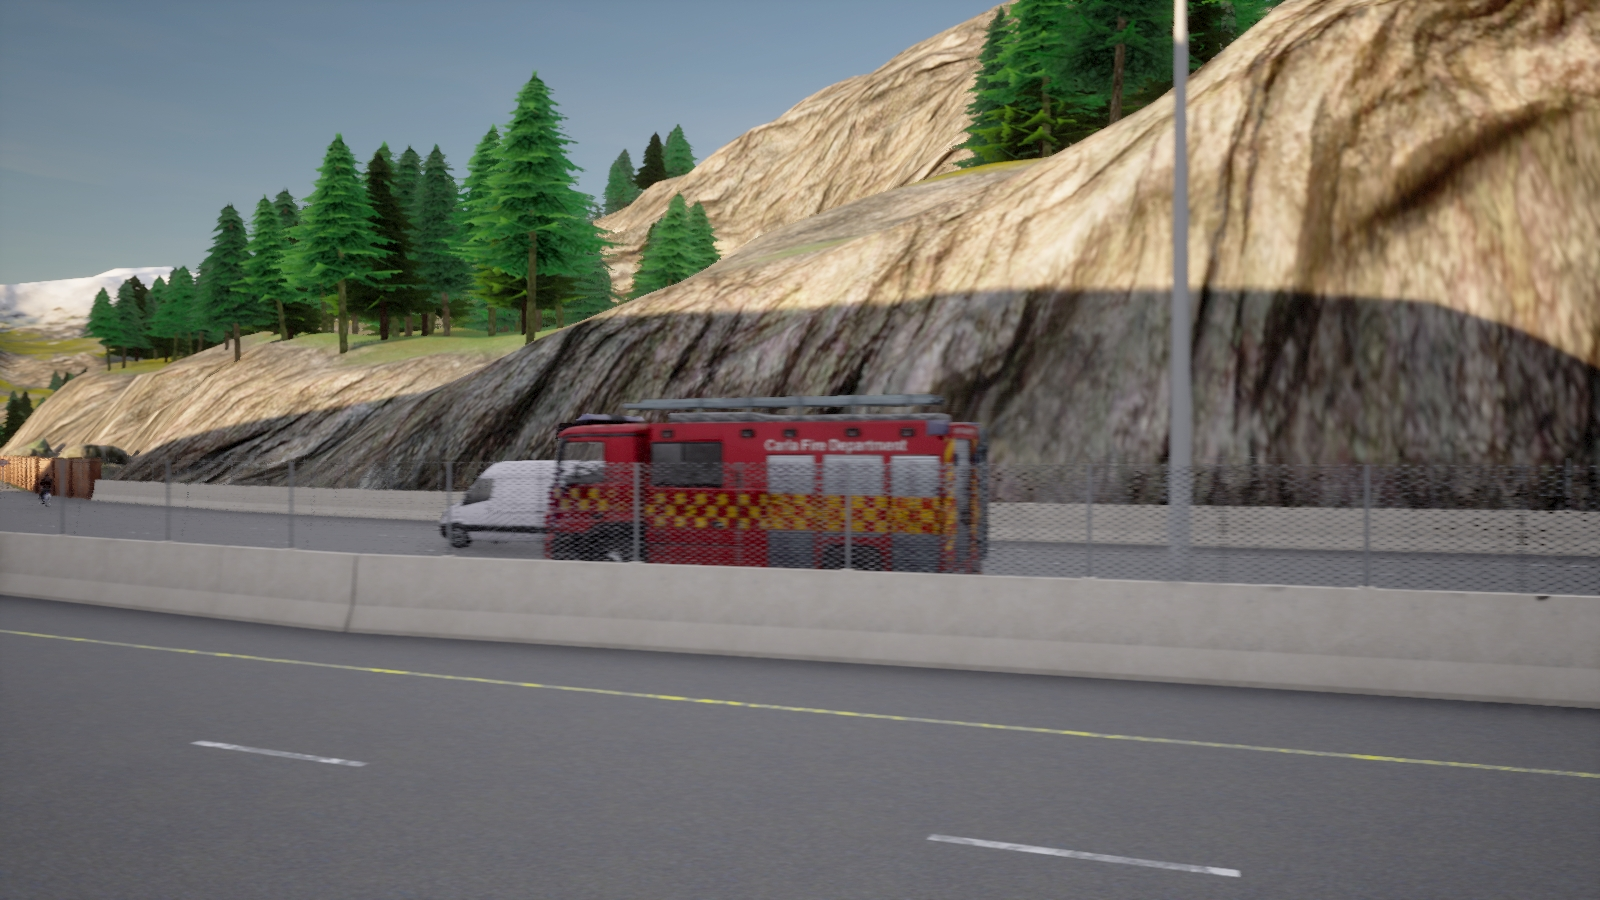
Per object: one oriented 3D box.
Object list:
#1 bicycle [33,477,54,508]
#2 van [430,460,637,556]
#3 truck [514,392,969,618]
[{"bbox_3d":[-37.920,2.140,57.272,1.835,1.489,0.329,0,-2,40],"label":"bicycle"},{"bbox_3d":[-7.757,1.586,33.137,5.915,2.561,1.988,0,0,26],"label":"van"},{"bbox_3d":[-1.204,0.925,22.336,8.468,3.827,2.891,0,0,23],"label":"truck"}]
